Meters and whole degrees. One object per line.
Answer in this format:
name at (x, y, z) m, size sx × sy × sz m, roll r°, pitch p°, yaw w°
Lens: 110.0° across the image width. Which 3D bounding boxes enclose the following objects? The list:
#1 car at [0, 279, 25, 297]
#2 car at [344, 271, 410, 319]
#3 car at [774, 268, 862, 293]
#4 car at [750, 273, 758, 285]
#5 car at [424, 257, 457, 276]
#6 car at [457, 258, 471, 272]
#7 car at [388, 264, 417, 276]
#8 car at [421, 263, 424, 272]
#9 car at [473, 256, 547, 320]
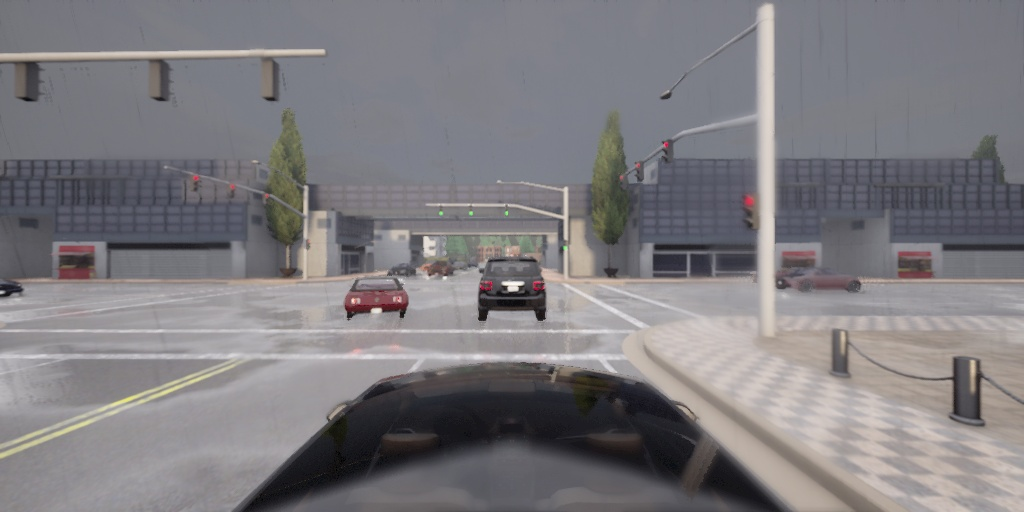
car at (-27.243, 1.369, 17.333) m, size 5.357 × 1.411 × 2.033 m, roll 0°, pitch 0°, yaw 1°
car at (-4.975, 1.403, 13.121) m, size 1.895 × 1.301 × 4.718 m, roll 0°, pitch 0°, yaw -21°
car at (17.704, 1.401, 20.988) m, size 4.181 × 1.385 × 1.994 m, roll 0°, pitch 0°, yaw 0°
car at (19.088, 1.454, 24.483) m, size 4.718 × 1.301 × 1.895 m, roll 0°, pitch 0°, yaw 0°
car at (-7.728, 1.273, 39.106) m, size 2.097 × 1.767 × 4.553 m, roll 0°, pitch 0°, yaw 1°
car at (-7.621, 1.486, 52.370) m, size 1.837 × 1.490 × 4.892 m, roll 0°, pitch 0°, yaw 1°
car at (-11.246, 1.473, 36.882) m, size 1.994 × 1.385 × 4.181 m, roll 0°, pitch 0°, yaw 0°
car at (-11.145, 1.323, 49.976) m, size 2.097 × 1.767 × 4.553 m, roll 0°, pitch 0°, yaw 1°
car at (-0.049, 1.026, 13.079) m, size 2.150 × 2.045 × 5.566 m, roll 0°, pitch 0°, yaw -2°
